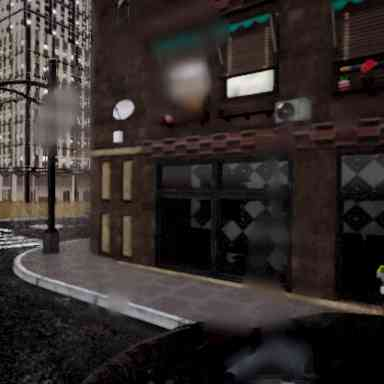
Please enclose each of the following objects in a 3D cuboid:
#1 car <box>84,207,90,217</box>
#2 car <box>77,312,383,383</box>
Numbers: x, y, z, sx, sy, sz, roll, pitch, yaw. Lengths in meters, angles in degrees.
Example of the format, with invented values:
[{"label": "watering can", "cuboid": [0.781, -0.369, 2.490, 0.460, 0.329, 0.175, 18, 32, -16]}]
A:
[{"label": "car", "cuboid": [-7.057, 1.420, 28.258, 2.008, 1.369, 4.403, 0, -1, 35]}, {"label": "car", "cuboid": [1.044, 1.559, 2.137, 4.313, 1.339, 1.947, 1, 0, 35]}]
